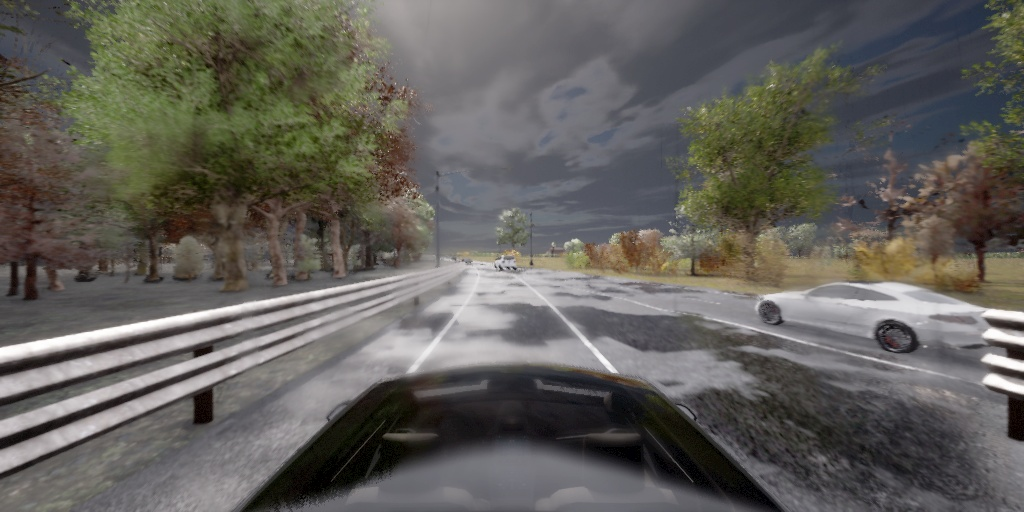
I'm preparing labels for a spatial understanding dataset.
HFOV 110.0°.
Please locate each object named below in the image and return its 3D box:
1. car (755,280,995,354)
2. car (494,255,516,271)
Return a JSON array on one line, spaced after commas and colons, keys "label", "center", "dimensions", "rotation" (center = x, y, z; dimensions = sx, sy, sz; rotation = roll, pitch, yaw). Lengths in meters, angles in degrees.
[{"label": "car", "center": [8.691, 1.341, 9.069], "dimensions": [1.812, 1.442, 4.674], "rotation": [0, 1, -13]}, {"label": "car", "center": [-0.961, 0.934, 49.301], "dimensions": [2.150, 2.045, 5.566], "rotation": [0, 0, -13]}]
